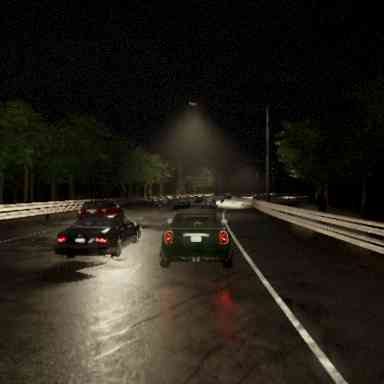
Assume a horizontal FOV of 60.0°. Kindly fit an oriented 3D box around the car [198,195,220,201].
[{"bbox_3d":[2.318,1.558,44.575,2.033,1.411,5.357,0,0,6],"label":"car"}]

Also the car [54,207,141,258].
[{"bbox_3d":[-3.337,1.544,12.784,2.033,1.411,5.357,0,0,2],"label":"car"}]

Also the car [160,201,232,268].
[{"bbox_3d":[0.177,1.355,11.526,2.097,1.767,4.553,0,0,2],"label":"car"}]

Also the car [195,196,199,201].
[{"bbox_3d":[1.838,1.570,67.655,1.994,1.385,4.181,0,0,9],"label":"car"}]

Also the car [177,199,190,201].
[{"bbox_3d":[-1.173,1.569,43.986,1.994,1.385,4.181,0,0,6],"label":"car"}]

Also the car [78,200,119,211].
[{"bbox_3d":[-6.284,1.342,23.284,2.097,1.767,4.553,0,0,3],"label":"car"}]

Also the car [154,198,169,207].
[{"bbox_3d":[-4.243,1.602,49.464,1.895,1.301,4.718,0,0,7],"label":"car"}]

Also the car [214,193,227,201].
[{"bbox_3d":[5.643,1.211,69.860,2.150,2.045,5.566,0,0,10],"label":"car"}]
